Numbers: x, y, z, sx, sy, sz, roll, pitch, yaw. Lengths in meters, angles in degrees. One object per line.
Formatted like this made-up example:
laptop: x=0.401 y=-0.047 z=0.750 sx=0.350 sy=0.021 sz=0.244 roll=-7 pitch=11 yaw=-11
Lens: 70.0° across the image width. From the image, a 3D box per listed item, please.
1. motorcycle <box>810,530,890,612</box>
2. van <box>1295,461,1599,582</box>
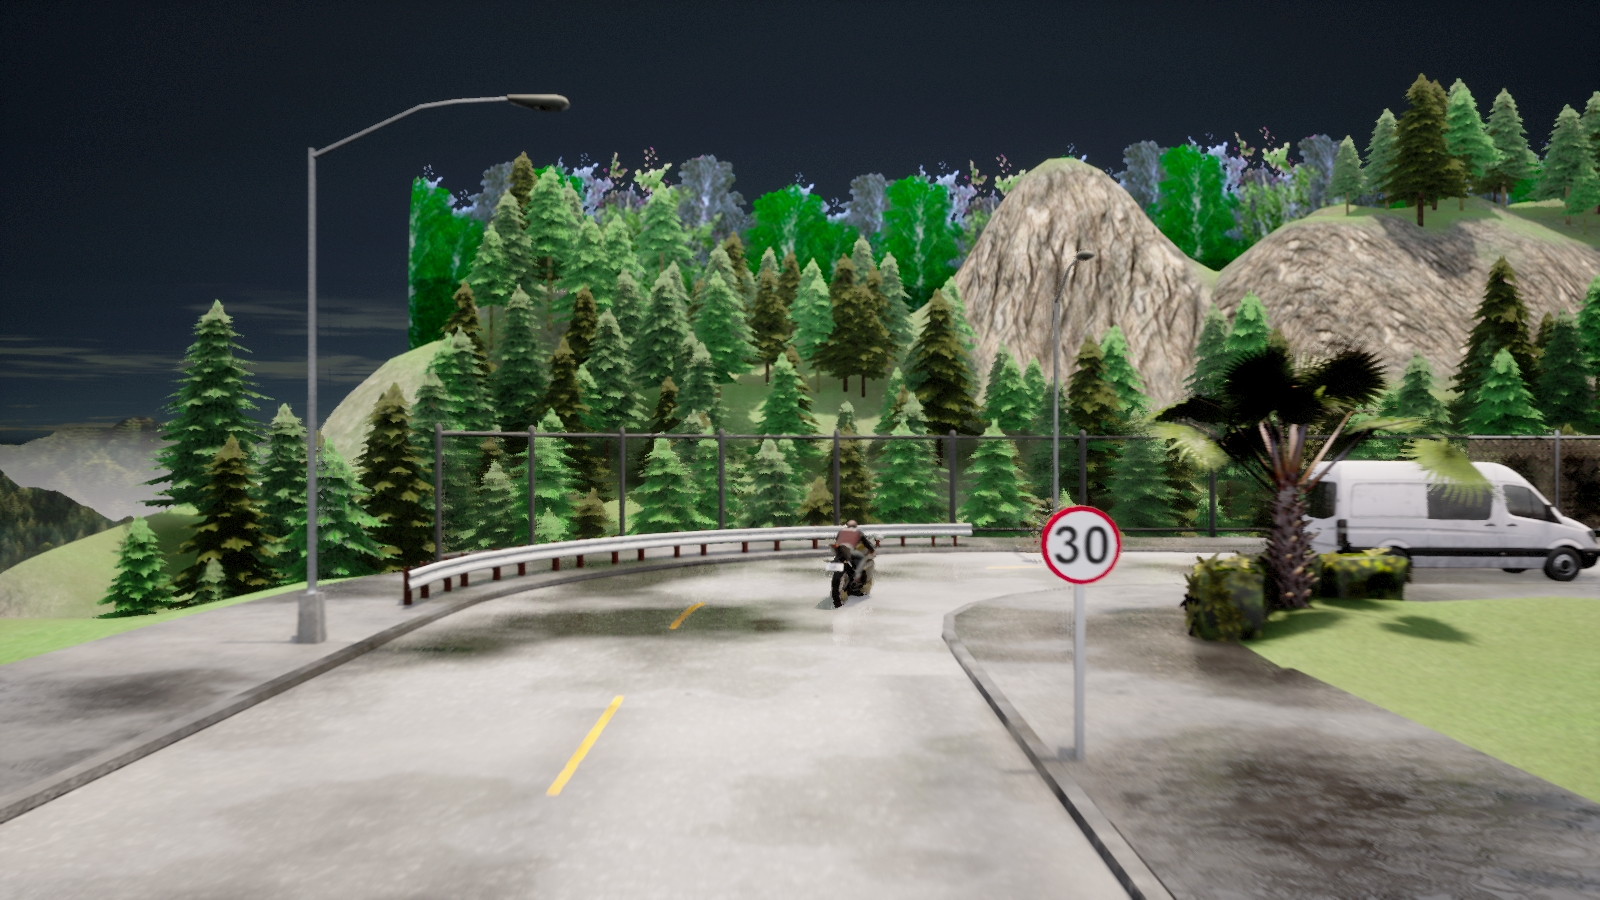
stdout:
motorcycle: x=0.964 y=2.198 z=21.147 sx=0.867 sy=1.251 sz=2.209 roll=1 pitch=0 yaw=19
van: x=14.332 y=1.524 z=25.236 sx=5.915 sy=2.561 sz=1.988 roll=0 pitch=0 yaw=0
